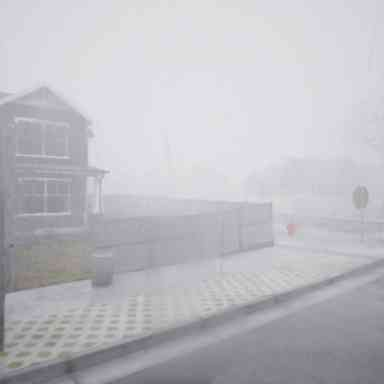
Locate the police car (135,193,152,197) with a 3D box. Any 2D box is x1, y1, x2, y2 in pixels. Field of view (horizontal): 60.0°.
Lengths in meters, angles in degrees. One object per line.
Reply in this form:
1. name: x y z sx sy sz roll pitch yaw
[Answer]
1. police car: -6.938 1.032 48.165 1.930 1.638 5.238 1 0 -43
